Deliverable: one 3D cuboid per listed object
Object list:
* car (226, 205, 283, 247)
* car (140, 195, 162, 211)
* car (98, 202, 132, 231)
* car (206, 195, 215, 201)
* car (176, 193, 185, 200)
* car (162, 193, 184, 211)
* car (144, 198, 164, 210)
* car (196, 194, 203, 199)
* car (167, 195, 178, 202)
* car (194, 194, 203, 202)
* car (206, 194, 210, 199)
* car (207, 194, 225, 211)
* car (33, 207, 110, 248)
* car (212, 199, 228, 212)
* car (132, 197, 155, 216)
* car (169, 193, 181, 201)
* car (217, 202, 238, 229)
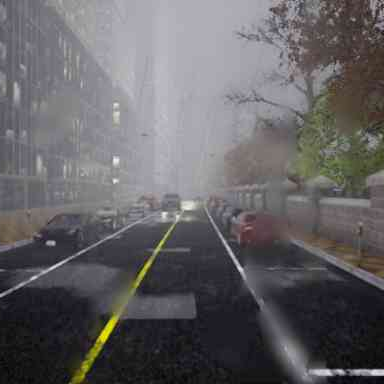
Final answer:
[{"bbox_3d":[2.772,1.516,14.811,1.887,1.381,4.507,0,0,1],"label":"car"},{"bbox_3d":[-4.957,1.243,37.121,2.192,1.841,5.009,0,0,1],"label":"car"},{"bbox_3d":[-5.206,1.511,20.238,2.008,1.369,4.403,0,0,0],"label":"car"},{"bbox_3d":[4.205,1.404,76.886,1.887,1.381,4.507,0,0,2],"label":"car"},{"bbox_3d":[-3.273,1.144,93.371,2.192,1.841,5.009,0,0,3],"label":"car"},{"bbox_3d":[-2.417,1.143,40.246,2.150,2.045,5.566,0,0,1],"label":"car"},{"bbox_3d":[-4.845,1.469,42.756,2.008,1.369,4.403,0,0,1],"label":"car"},{"bbox_3d":[2.126,1.301,92.048,1.895,1.301,4.718,0,0,3],"label":"car"},{"bbox_3d":[-4.045,1.413,70.882,1.887,1.381,4.507,0,0,2],"label":"car"},{"bbox_3d":[1.283,1.393,71.155,1.812,1.442,4.674,0,0,2],"label":"car"},{"bbox_3d":[3.615,1.397,58.252,1.837,1.490,4.892,0,0,2],"label":"car"},{"bbox_3d":[3.074,1.370,37.396,1.967,1.590,4.097,0,0,1],"label":"car"},{"bbox_3d":[-5.255,1.537,14.601,1.947,1.339,4.313,0,0,0],"label":"car"},{"bbox_3d":[2.889,1.516,26.107,1.947,1.339,4.313,0,0,1],"label":"car"},{"bbox_3d":[-5.057,1.490,31.493,2.008,1.369,4.403,0,0,1],"label":"car"},{"bbox_3d":[-3.841,1.173,76.504,2.192,1.841,5.009,0,0,2],"label":"car"},{"bbox_3d":[2.823,1.527,20.457,1.947,1.339,4.313,0,0,1],"label":"car"}]
